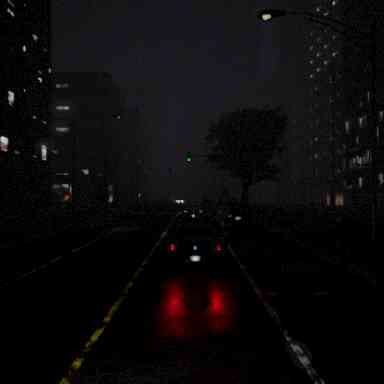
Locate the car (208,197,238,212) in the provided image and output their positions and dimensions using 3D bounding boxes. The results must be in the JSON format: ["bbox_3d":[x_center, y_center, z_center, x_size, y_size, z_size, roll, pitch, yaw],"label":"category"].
[{"bbox_3d":[2.693,1.323,26.959,2.192,1.841,5.009,0,0,0],"label":"car"}]

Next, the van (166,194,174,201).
[{"bbox_3d":[-5.689,1.417,87.011,1.690,1.788,3.998,0,0,0],"label":"van"}]

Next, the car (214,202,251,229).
[{"bbox_3d":[2.692,1.571,21.436,1.947,1.339,4.313,0,0,0],"label":"car"}]

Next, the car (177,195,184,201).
[{"bbox_3d":[-2.999,1.596,87.777,2.128,1.511,4.902,0,0,0],"label":"car"}]

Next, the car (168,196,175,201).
[{"bbox_3d":[-5.689,1.668,92.543,1.802,1.307,4.206,0,0,0],"label":"car"}]

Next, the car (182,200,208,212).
[{"bbox_3d":[0.097,1.610,29.036,1.895,1.301,4.718,0,0,0],"label":"car"}]

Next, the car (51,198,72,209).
[{"bbox_3d":[-16.425,1.355,39.941,4.403,1.369,2.008,1,-1,-1],"label":"car"}]

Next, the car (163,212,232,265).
[{"bbox_3d":[0.099,1.603,11.668,1.895,1.301,4.718,0,0,0],"label":"car"}]

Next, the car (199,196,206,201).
[{"bbox_3d":[2.691,1.658,87.010,1.802,1.307,4.206,0,0,0],"label":"car"}]

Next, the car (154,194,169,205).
[{"bbox_3d":[-5.689,1.584,59.347,2.008,1.369,4.403,0,0,0],"label":"car"}]

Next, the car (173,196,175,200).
[{"bbox_3d":[-5.689,1.507,81.478,1.967,1.590,4.097,0,0,0],"label":"car"}]

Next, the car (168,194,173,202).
[{"bbox_3d":[-5.689,1.600,70.413,2.008,1.369,4.403,0,0,0],"label":"car"}]

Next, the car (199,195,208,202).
[{"bbox_3d":[2.691,1.578,59.347,1.887,1.381,4.507,0,0,0],"label":"car"}]
